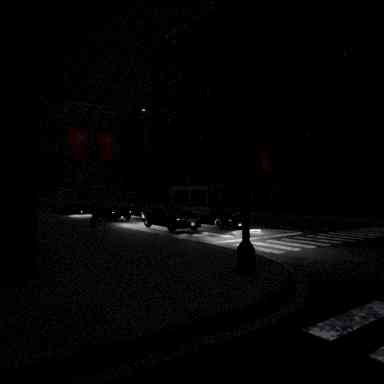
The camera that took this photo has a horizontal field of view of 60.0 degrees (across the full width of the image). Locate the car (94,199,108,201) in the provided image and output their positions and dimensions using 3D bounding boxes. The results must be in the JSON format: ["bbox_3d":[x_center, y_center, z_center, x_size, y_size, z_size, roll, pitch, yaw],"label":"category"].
[{"bbox_3d":[-10.511,1.632,38.937,2.128,1.511,4.902,0,0,-36],"label":"car"}]

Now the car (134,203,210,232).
[{"bbox_3d":[-1.387,1.548,20.661,2.128,1.511,4.902,0,0,-36],"label":"car"}]

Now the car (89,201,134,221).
[{"bbox_3d":[-6.833,1.693,28.236,1.895,1.301,4.718,0,0,-36],"label":"car"}]

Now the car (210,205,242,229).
[{"bbox_3d":[1.454,1.609,22.338,2.033,1.411,5.357,0,0,-33],"label":"car"}]

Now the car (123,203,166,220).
[{"bbox_3d":[-4.440,1.701,30.470,1.895,1.301,4.718,0,0,-36],"label":"car"}]

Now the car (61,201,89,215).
[{"bbox_3d":[-13.012,1.680,36.848,2.033,1.411,5.357,0,0,-35],"label":"car"}]
